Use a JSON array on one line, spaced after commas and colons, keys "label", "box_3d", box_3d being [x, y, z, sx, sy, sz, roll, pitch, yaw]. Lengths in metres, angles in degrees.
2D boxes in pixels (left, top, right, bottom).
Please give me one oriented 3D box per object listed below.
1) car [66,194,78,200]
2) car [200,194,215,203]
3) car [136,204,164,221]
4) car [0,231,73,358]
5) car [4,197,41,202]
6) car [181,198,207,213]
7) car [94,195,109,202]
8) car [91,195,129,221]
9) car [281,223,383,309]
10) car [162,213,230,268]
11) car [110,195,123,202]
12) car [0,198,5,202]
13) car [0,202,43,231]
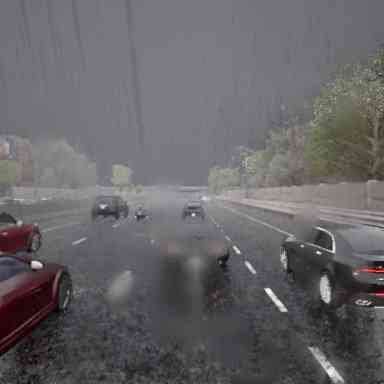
[{"label": "car", "box_3d": [-27.955, 1.346, 77.418, 1.837, 1.490, 4.892, 0, 0, 0]}, {"label": "car", "box_3d": [3.546, 1.461, 78.570, 2.150, 2.045, 5.566, 0, 0, 0]}, {"label": "car", "box_3d": [-3.382, 1.672, 27.666, 1.895, 1.301, 4.718, 0, 0, 0]}, {"label": "car", "box_3d": [-3.394, 1.576, 5.048, 1.994, 1.385, 4.181, 0, 0, 0]}, {"label": "car", "box_3d": [-17.569, 1.588, 35.875, 2.128, 1.511, 4.902, 0, 0, 0]}, {"label": "car", "box_3d": [0.117, 1.580, 29.115, 1.837, 1.490, 4.892, 0, 0, 0]}, {"label": "car", "box_3d": [-20.955, 1.467, 77.005, 2.033, 1.411, 5.357, 0, 0, 0]}, {"label": "car", "box_3d": [-6.885, 1.295, 28.368, 2.150, 2.045, 5.566, 0, 0, 0]}, {"label": "car", "box_3d": [3.511, 1.504, 7.868, 1.837, 1.490, 4.892, 0, 0, 0]}, {"label": "car", "box_3d": [0.107, 1.629, 11.334, 1.895, 1.301, 4.718, 0, 0, 0]}, {"label": "car", "box_3d": [-17.455, 1.427, 77.003, 1.837, 1.490, 4.892, 0, 0, 0]}, {"label": "car", "box_3d": [-21.065, 1.449, 36.524, 2.097, 1.767, 4.553, 0, 0, 0]}, {"label": "car", "box_3d": [-6.897, 1.379, 11.063, 2.097, 1.767, 4.553, 0, 0, 0]}]
